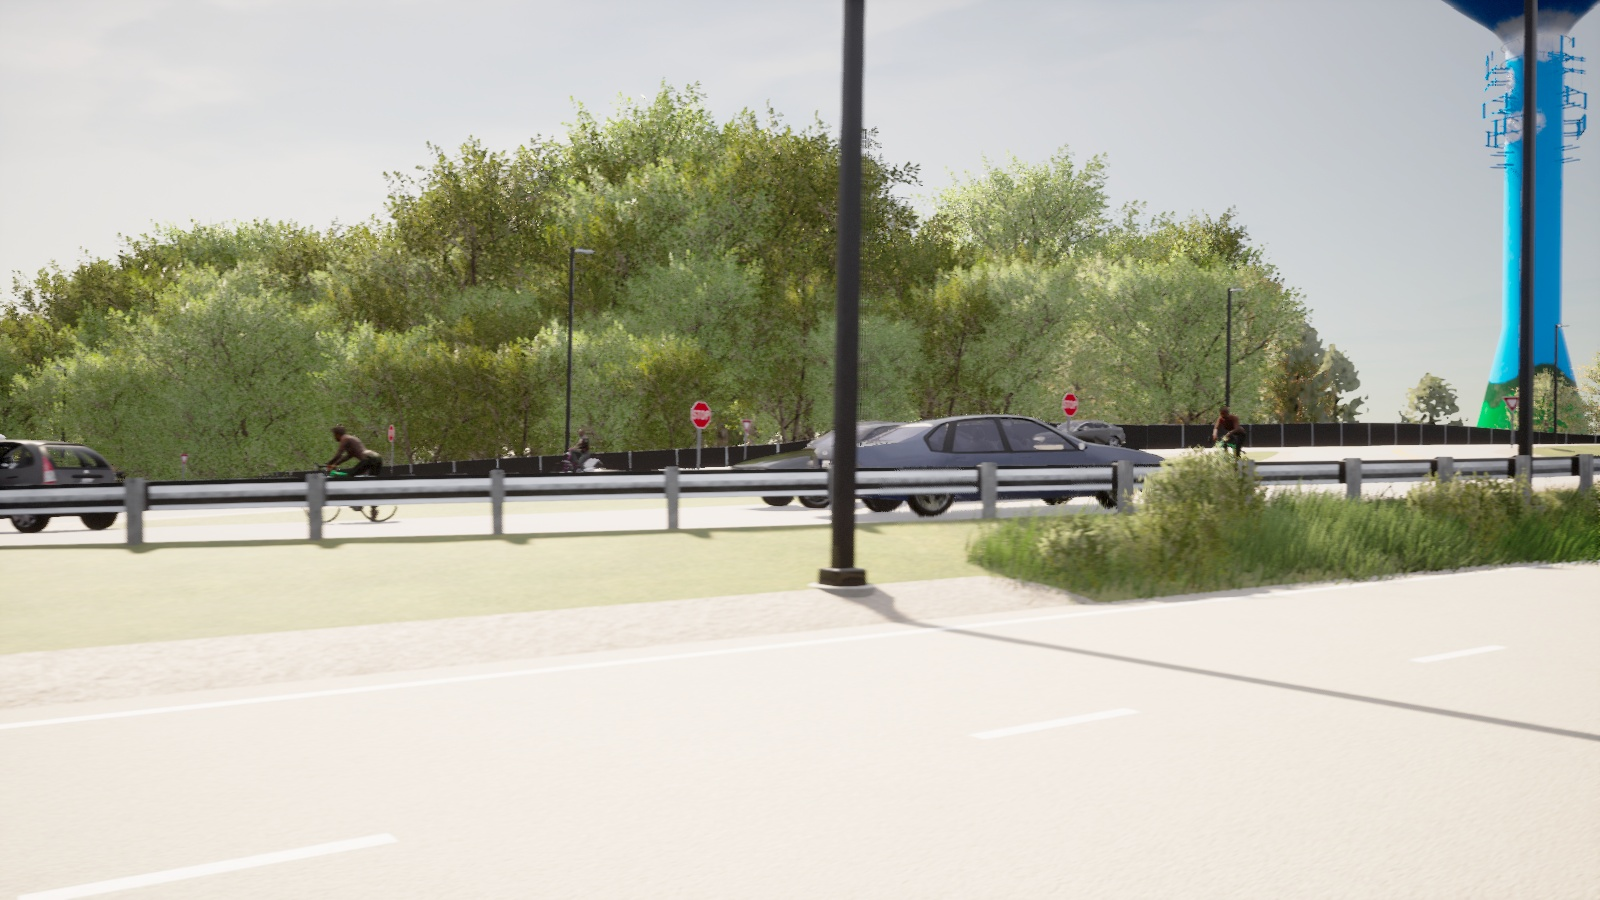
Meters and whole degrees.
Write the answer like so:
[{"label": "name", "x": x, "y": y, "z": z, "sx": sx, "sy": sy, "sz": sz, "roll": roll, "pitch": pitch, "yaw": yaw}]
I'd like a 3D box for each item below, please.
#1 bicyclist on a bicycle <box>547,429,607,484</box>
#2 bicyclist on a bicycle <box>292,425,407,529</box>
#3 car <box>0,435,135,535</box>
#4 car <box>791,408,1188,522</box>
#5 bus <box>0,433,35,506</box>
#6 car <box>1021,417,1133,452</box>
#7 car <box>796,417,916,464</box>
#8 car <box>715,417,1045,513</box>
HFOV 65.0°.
[{"label": "bicyclist on a bicycle", "x": -7.637, "y": 0.221, "z": 43.004, "sx": 1.843, "sy": 1.776, "sz": 0.659, "roll": -3, "pitch": 2, "yaw": -34}, {"label": "bicyclist on a bicycle", "x": -7.424, "y": 0.445, "z": 20.711, "sx": 1.656, "sy": 1.620, "sz": 0.582, "roll": -2, "pitch": -1, "yaw": 5}, {"label": "car", "x": -14.062, "y": 0.667, "z": 22.028, "sx": 3.988, "sy": 1.617, "sz": 1.851, "roll": -2, "pitch": -2, "yaw": 14}, {"label": "car", "x": 2.753, "y": 0.179, "z": 18.237, "sx": 5.357, "sy": 1.411, "sz": 2.033, "roll": -2, "pitch": 0, "yaw": -21}, {"label": "bus", "x": -49.385, "y": 1.079, "z": 71.322, "sx": 3.944, "sy": 4.253, "sz": 10.273, "roll": 1, "pitch": 0, "yaw": 14}, {"label": "car", "x": 12.793, "y": -0.713, "z": 57.952, "sx": 4.902, "sy": 1.511, "sz": 2.128, "roll": -2, "pitch": 1, "yaw": -32}, {"label": "car", "x": 2.289, "y": -0.384, "z": 50.456, "sx": 4.611, "sy": 1.667, "sz": 2.242, "roll": -3, "pitch": 1, "yaw": -44}, {"label": "car", "x": 1.419, "y": 0.225, "z": 21.871, "sx": 5.357, "sy": 1.411, "sz": 2.033, "roll": -2, "pitch": 0, "yaw": -24}]
